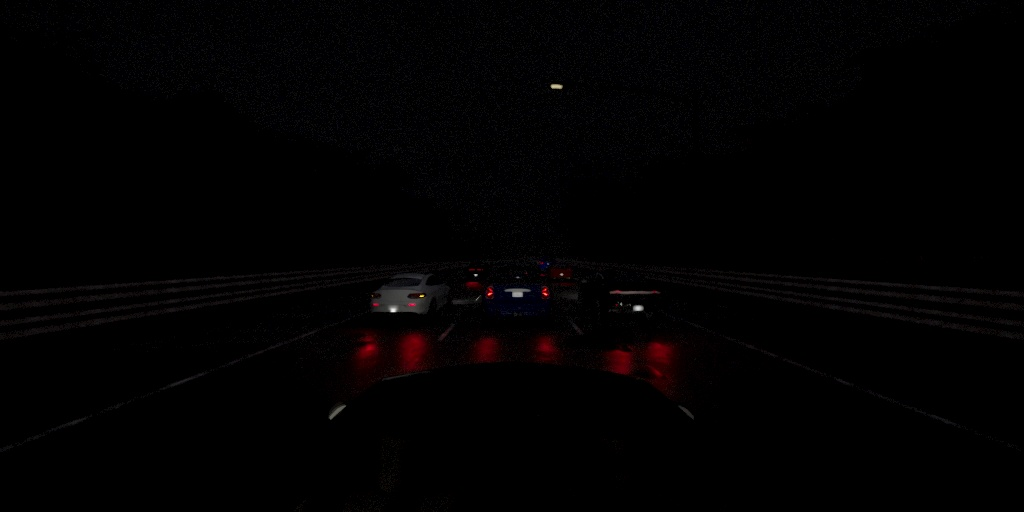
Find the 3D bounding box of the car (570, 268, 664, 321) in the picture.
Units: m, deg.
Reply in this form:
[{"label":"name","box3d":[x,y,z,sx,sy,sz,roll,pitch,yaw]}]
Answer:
[{"label":"car","box3d":[3.576,1.252,12.485,2.128,1.511,4.902,0,0,1]}]

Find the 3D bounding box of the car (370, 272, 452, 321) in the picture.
[{"label":"car","box3d":[-3.332,1.283,12.440,1.812,1.442,4.674,0,0,1]}]

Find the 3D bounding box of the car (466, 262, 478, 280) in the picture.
[{"label":"car","box3d":[-2.903,1.311,31.859,1.837,1.490,4.892,0,0,2]}]

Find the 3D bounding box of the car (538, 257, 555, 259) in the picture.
[{"label":"car","box3d":[4.557,1.105,46.474,2.150,2.045,5.566,0,0,3]}]

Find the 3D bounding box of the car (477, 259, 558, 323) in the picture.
[{"label":"car","box3d":[0.181,1.110,12.247,2.097,1.767,4.553,0,0,1]}]

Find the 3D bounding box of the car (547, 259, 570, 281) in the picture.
[{"label":"car","box3d":[3.954,1.283,30.501,1.882,1.535,5.008,0,0,2]}]
